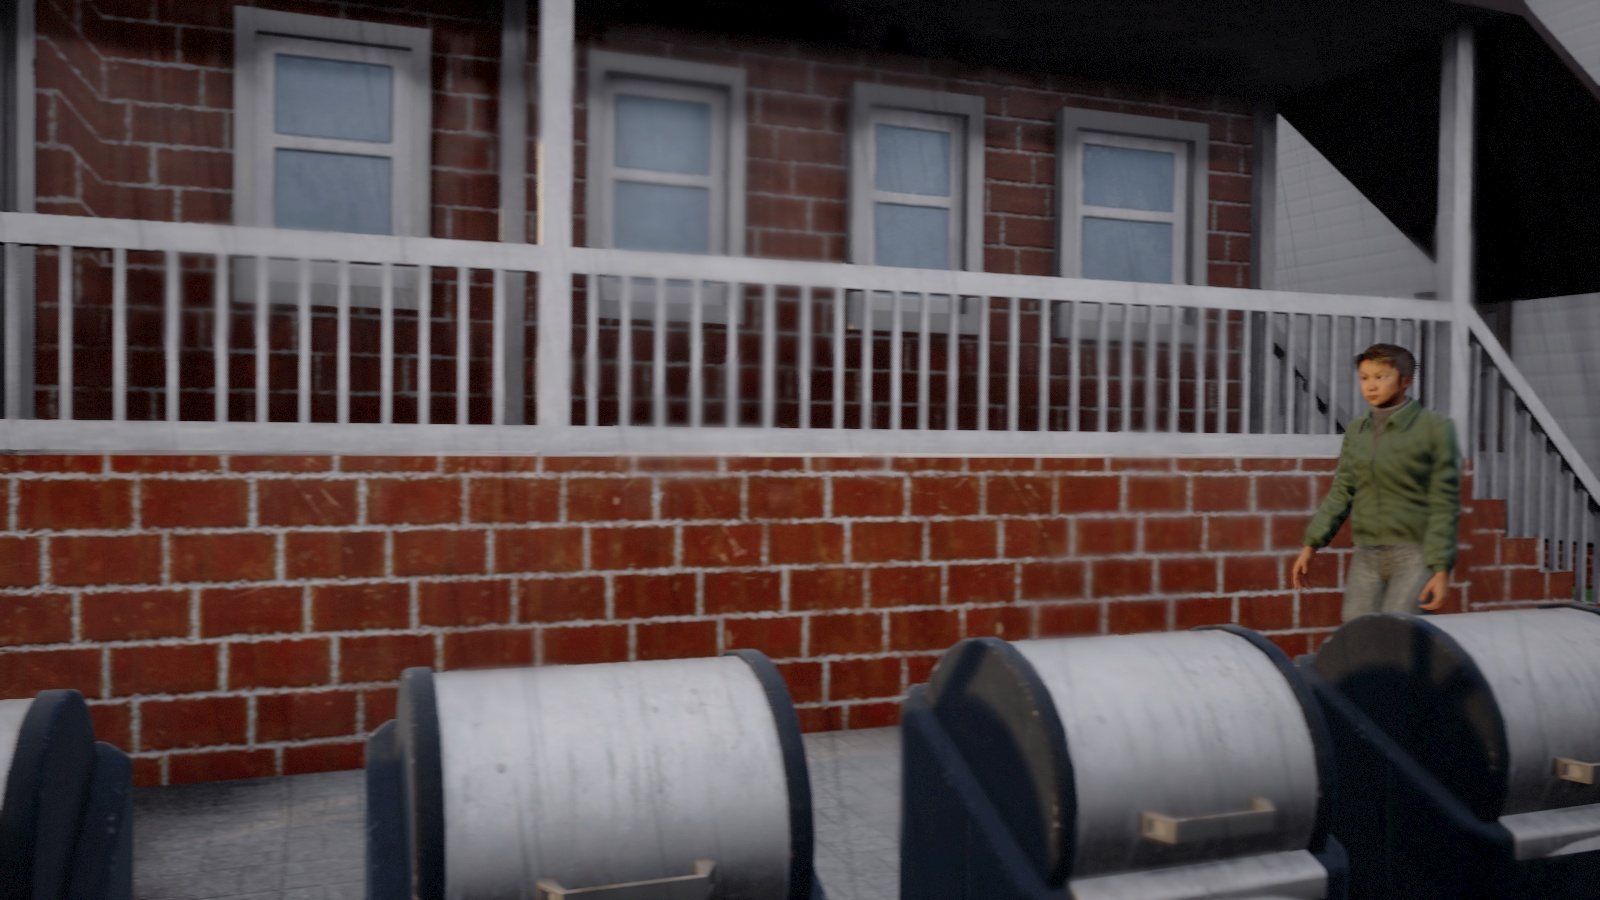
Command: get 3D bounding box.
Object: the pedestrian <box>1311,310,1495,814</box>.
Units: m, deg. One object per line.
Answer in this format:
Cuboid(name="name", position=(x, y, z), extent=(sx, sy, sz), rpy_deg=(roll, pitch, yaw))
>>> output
Cuboid(name="pedestrian", position=(2.353, 0.404, 4.897), extent=(0.614, 1.847, 0.353), rpy_deg=(-1, 1, -29))
